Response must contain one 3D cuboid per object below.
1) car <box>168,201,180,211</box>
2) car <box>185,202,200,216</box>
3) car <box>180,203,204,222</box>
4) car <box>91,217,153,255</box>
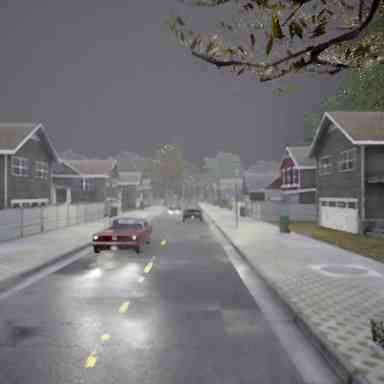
[{"bbox_3d":[-2.880,2.310,55.508,2.128,1.511,4.902,0,-1,0],"label":"car"},{"bbox_3d":[0.047,2.112,41.893,1.837,1.490,4.892,0,0,0],"label":"car"},{"bbox_3d":[0.065,1.947,30.991,1.837,1.490,4.892,0,-1,0],"label":"car"},{"bbox_3d":[-2.864,1.806,14.498,1.895,1.301,4.718,0,-1,0],"label":"car"}]
